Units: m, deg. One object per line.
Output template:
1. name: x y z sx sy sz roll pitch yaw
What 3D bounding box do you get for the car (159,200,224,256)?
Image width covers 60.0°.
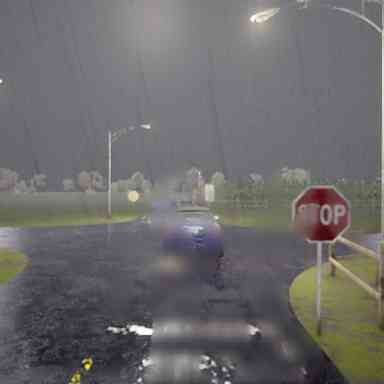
1. car: 0.036 1.375 13.338 2.097 1.767 4.553 0 0 0

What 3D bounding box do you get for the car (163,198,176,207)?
1. car: -3.581 1.632 54.559 1.895 1.301 4.718 0 0 -1

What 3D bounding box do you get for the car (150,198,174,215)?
1. car: -3.172 1.504 34.491 1.882 1.535 5.008 0 0 -1

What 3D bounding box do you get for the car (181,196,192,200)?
1. car: -1.043 1.594 64.536 1.994 1.385 4.181 0 0 -2

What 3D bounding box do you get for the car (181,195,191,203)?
1. car: -1.387 1.554 74.321 2.128 1.511 4.902 0 0 -2
